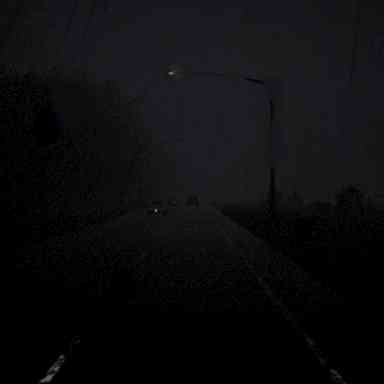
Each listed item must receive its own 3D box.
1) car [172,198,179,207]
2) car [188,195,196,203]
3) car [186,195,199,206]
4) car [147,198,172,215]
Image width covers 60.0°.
[{"bbox_3d":[-3.172,1.565,51.874,2.033,1.411,5.357,0,0,2],"label":"car"},{"bbox_3d":[0.018,1.529,73.524,1.837,1.490,4.892,0,0,0],"label":"car"},{"bbox_3d":[0.114,1.371,56.148,2.097,1.767,4.553,0,0,0],"label":"car"},{"bbox_3d":[-3.392,1.536,33.724,1.812,1.442,4.674,0,0,0],"label":"car"}]
